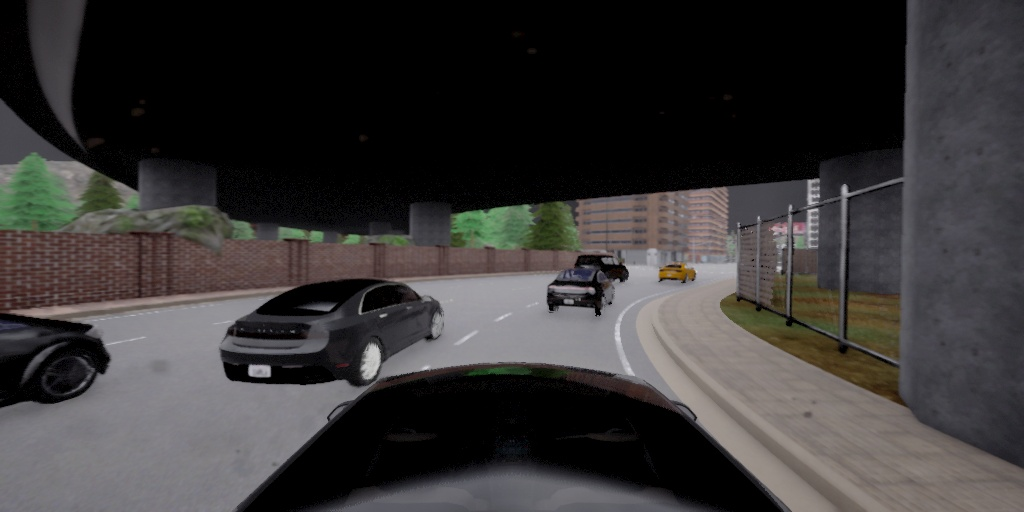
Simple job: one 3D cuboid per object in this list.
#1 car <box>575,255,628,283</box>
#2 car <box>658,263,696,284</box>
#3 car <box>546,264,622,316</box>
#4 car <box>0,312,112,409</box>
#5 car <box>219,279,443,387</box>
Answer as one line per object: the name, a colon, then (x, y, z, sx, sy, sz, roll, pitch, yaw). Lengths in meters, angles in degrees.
car: (6.360, 0.943, 25.506, 2.150, 2.045, 5.566, 1, 0, 38)
car: (13.201, 1.289, 28.541, 1.882, 1.535, 5.008, 1, 0, 38)
car: (2.699, 1.221, 13.479, 2.128, 1.511, 4.902, 1, 0, 22)
car: (-6.808, 1.201, 3.356, 1.994, 1.385, 4.181, 1, 0, 4)
car: (-2.815, 1.184, 6.879, 1.837, 1.490, 4.892, 0, 0, 8)
